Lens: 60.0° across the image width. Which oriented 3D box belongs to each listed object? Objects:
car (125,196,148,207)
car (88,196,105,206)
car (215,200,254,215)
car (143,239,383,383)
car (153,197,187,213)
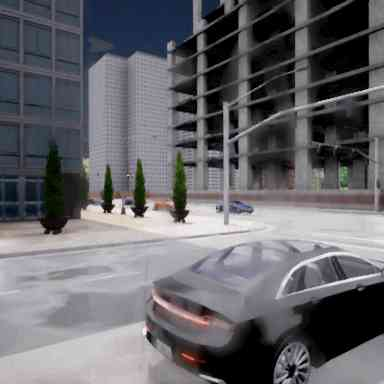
[{"bbox_3d":[-8.738,1.378,52.456,2.097,1.767,4.553,0,0,-36],"label":"car"},{"bbox_3d":[-16.239,1.523,56.916,2.128,1.511,4.902,0,0,-36],"label":"car"},{"bbox_3d":[4.312,1.552,34.473,1.812,1.442,4.674,0,0,-36],"label":"car"},{"bbox_3d":[1.661,1.486,5.039,4.902,1.511,2.128,0,0,-36],"label":"car"},{"bbox_3d":[-2.542,1.383,37.951,2.097,1.767,4.553,0,0,-36],"label":"car"}]
